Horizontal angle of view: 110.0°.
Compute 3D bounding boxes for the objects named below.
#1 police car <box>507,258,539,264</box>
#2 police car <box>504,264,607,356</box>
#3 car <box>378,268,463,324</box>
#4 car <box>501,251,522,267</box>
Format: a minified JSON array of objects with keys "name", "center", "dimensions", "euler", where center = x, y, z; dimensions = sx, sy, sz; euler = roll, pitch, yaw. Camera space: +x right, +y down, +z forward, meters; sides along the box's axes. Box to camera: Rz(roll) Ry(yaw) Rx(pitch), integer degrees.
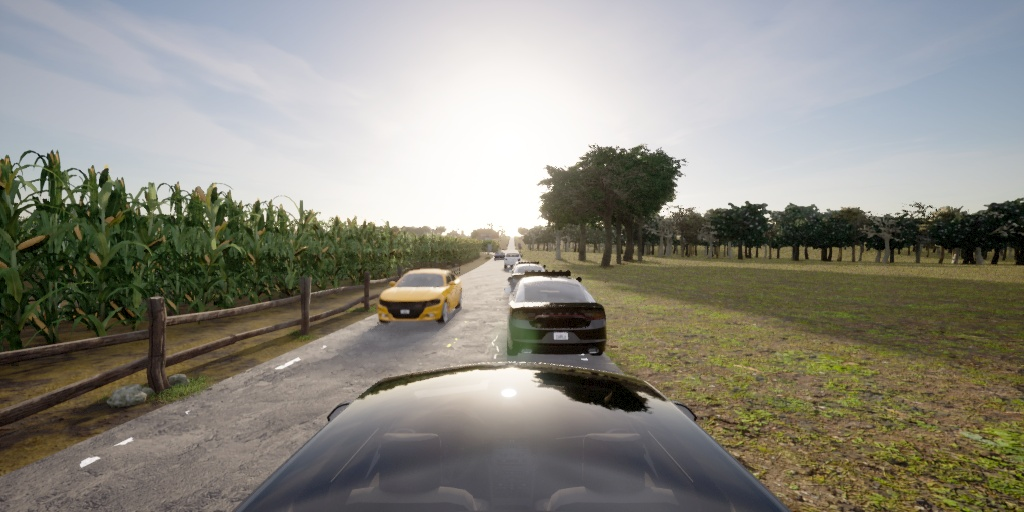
[{"name":"police car","center":[0.865,1.090,18.722],"dimensions":[1.930,1.638,5.238],"euler":[0,0,0]},{"name":"police car","center":[0.843,1.154,8.721],"dimensions":[1.930,1.638,5.238],"euler":[0,0,0]},{"name":"car","center":[-2.824,1.192,11.976],"dimensions":[1.882,1.535,5.008],"euler":[0,0,0]},{"name":"car","center":[0.129,0.527,46.099],"dimensions":[2.150,2.045,5.566],"euler":[0,1,1]}]
